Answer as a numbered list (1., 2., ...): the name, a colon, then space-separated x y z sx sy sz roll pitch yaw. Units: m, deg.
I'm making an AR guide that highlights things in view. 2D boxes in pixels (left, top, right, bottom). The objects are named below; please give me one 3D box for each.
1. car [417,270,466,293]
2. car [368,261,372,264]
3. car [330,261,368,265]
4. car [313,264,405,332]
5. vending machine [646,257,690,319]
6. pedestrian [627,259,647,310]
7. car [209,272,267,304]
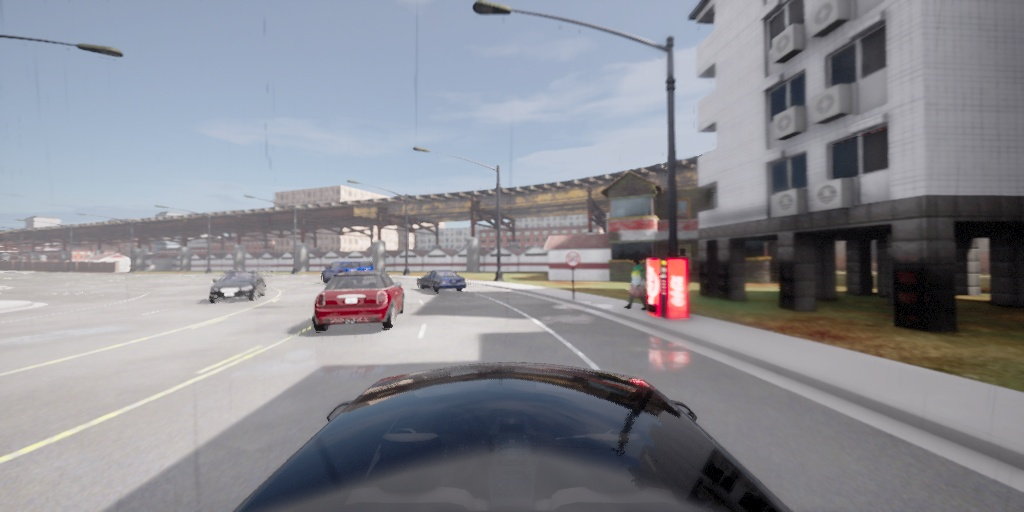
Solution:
1. car: -4.778 1.627 23.852 2.033 1.411 5.357 0 -1 -30
2. car: -17.282 1.620 39.281 5.566 2.045 2.150 -1 -1 36
3. car: -15.259 1.496 32.184 2.150 2.045 5.566 0 -1 -43
4. car: -4.829 1.275 11.911 2.097 1.767 4.553 0 -1 -11
5. vending machine: 4.996 1.027 11.521 1.100 2.100 0.880 0 0 -10
6. pedestrian: 4.512 0.995 12.890 0.375 1.860 0.375 0 -1 -12
7. car: -14.655 1.610 19.385 2.128 1.511 4.902 0 -1 -27
